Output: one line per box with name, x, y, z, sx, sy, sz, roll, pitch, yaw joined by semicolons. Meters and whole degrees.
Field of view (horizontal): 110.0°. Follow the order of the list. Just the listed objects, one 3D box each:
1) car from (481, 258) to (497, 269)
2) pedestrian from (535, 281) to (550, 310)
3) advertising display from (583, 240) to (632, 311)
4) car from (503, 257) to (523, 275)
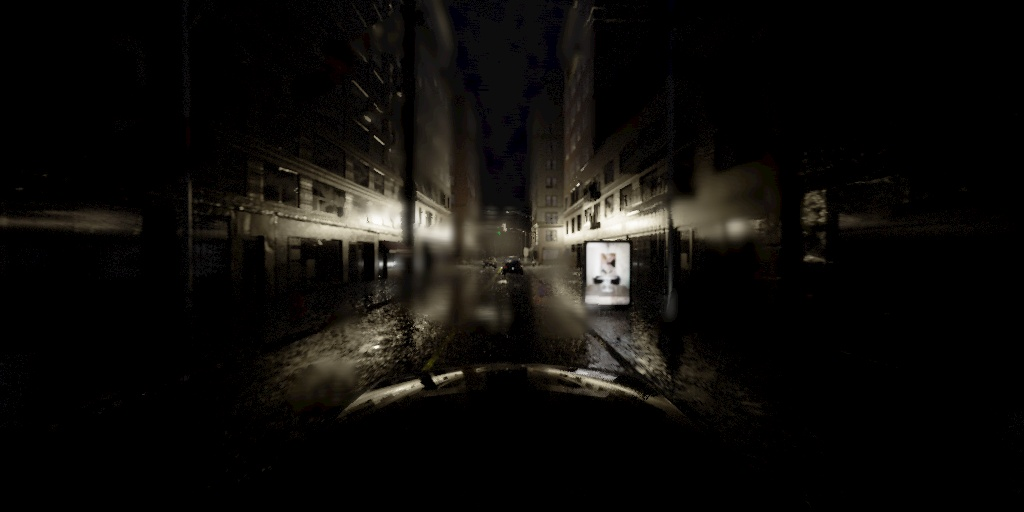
car;-3.023;0.964;48.300;1.837;1.490;4.892;0;0;1
pedestrian;1.095;1.360;12.716;0.500;1.100;0.500;0;0;-10
advertising display;3.135;0.717;11.839;1.540;2.440;0.280;0;0;0
car;0.088;1.110;35.143;1.994;1.385;4.181;0;0;0
